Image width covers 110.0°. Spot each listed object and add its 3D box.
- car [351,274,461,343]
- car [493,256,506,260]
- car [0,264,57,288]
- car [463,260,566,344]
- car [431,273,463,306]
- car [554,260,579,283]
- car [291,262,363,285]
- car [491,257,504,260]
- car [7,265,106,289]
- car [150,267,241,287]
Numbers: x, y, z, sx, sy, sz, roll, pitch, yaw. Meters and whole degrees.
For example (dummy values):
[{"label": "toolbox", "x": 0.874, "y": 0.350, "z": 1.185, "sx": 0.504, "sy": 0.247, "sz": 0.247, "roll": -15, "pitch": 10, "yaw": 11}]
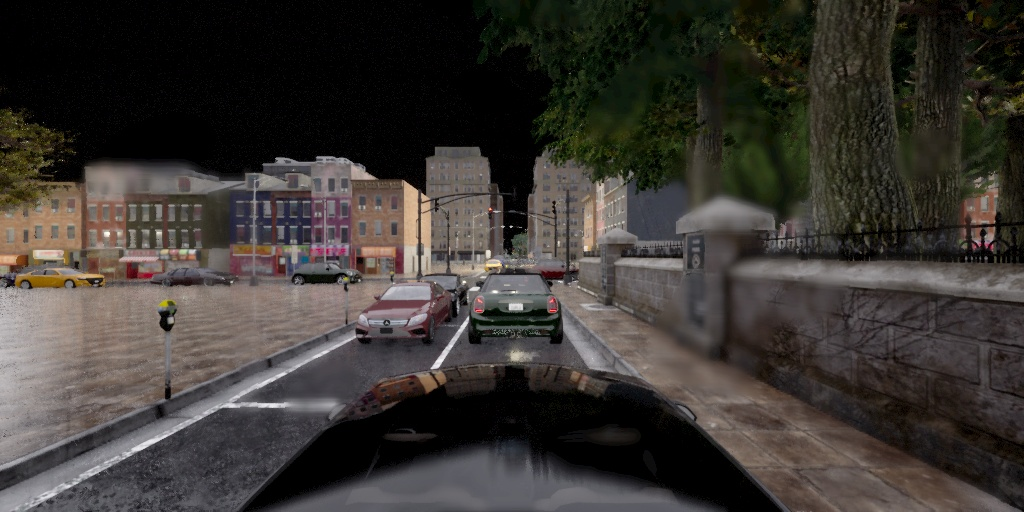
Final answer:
[{"label": "car", "x": -2.638, "y": 1.331, "z": 9.625, "sx": 1.802, "sy": 1.307, "sz": 4.207, "roll": 0, "pitch": 0, "yaw": 0}, {"label": "car", "x": -2.292, "y": 0.958, "z": 60.425, "sx": 2.150, "sy": 2.045, "sz": 5.566, "roll": 0, "pitch": 0, "yaw": 0}, {"label": "car", "x": -38.334, "y": 1.595, "z": 29.054, "sx": 4.553, "sy": 1.767, "sz": 2.097, "roll": -1, "pitch": 0, "yaw": 0}, {"label": "car", "x": 0.073, "y": 1.101, "z": 9.740, "sx": 2.097, "sy": 1.767, "sz": 4.553, "roll": 0, "pitch": 0, "yaw": 0}, {"label": "car", "x": -2.638, "y": 1.315, "z": 13.288, "sx": 1.948, "sy": 1.339, "sz": 4.313, "roll": 0, "pitch": 0, "yaw": 0}, {"label": "car", "x": 3.740, "y": 1.061, "z": 27.049, "sx": 4.553, "sy": 1.767, "sz": 2.097, "roll": -1, "pitch": 0, "yaw": 28}, {"label": "car", "x": -13.391, "y": 1.230, "z": 26.196, "sx": 4.553, "sy": 1.767, "sz": 2.097, "roll": -1, "pitch": 0, "yaw": 0}, {"label": "car", "x": -2.293, "y": 1.218, "z": 44.134, "sx": 1.882, "sy": 1.535, "sz": 5.008, "roll": 0, "pitch": 0, "yaw": 0}, {"label": "car", "x": -32.791, "y": 1.625, "z": 26.135, "sx": 5.008, "sy": 1.535, "sz": 1.882, "roll": -1, "pitch": 0, "yaw": 0}, {"label": "car", "x": -23.035, "y": 1.545, "z": 26.157, "sx": 5.357, "sy": 1.411, "sz": 2.033, "roll": -1, "pitch": 0, "yaw": 0}]
